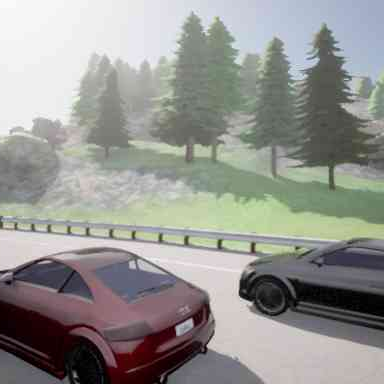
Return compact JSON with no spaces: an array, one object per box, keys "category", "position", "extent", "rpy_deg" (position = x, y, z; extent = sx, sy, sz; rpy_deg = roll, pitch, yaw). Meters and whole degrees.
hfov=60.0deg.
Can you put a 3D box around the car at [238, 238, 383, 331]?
[{"category":"car","position":[2.972,1.550,6.054],"extent":[4.181,1.385,1.994],"rpy_deg":[0,0,35]}]

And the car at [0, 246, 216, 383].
[{"category":"car","position":[-1.737,1.557,5.050],"extent":[4.181,1.385,1.994],"rpy_deg":[0,0,34]}]
